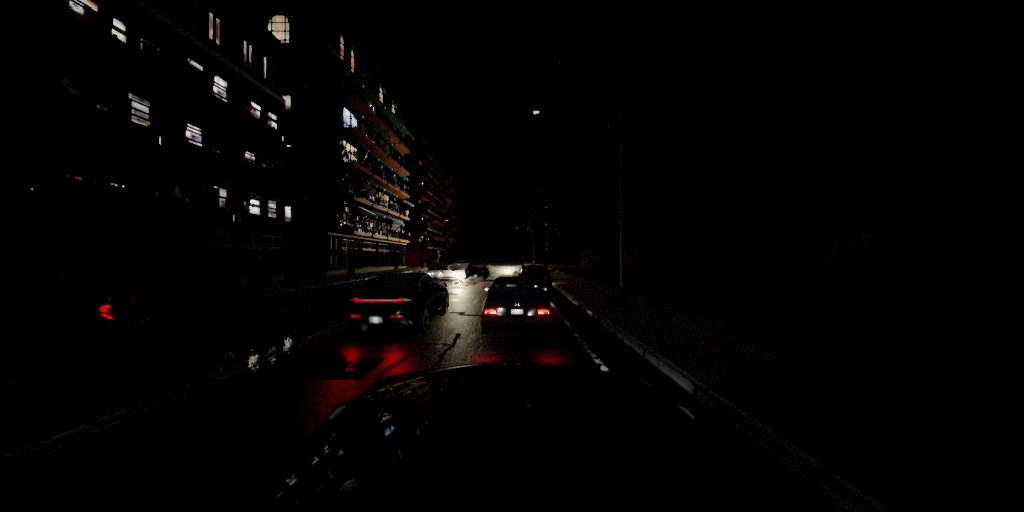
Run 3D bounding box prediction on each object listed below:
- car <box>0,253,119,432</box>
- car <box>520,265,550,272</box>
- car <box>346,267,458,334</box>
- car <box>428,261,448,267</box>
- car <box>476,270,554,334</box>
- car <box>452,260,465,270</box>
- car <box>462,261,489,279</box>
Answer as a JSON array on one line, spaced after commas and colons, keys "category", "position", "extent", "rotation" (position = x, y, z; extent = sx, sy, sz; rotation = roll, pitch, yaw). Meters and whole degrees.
[{"category": "car", "position": [-6.600, 0.971, 2.651], "extent": [2.150, 2.045, 5.566], "rotation": [0, 0, 0]}, {"category": "car", "position": [1.171, 1.257, 20.257], "extent": [1.837, 1.490, 4.892], "rotation": [0, 0, 0]}, {"category": "car", "position": [-3.136, 1.244, 10.679], "extent": [2.128, 1.511, 4.902], "rotation": [0, 0, 0]}, {"category": "car", "position": [-9.762, 1.315, 47.264], "extent": [1.994, 1.385, 4.181], "rotation": [0, 0, 0]}, {"category": "car", "position": [0.117, 1.299, 10.568], "extent": [2.033, 1.411, 5.357], "rotation": [0, 0, 0]}, {"category": "car", "position": [-6.516, 1.276, 45.924], "extent": [1.812, 1.442, 4.674], "rotation": [0, 0, 0]}, {"category": "car", "position": [-3.091, 1.353, 32.651], "extent": [1.895, 1.301, 4.718], "rotation": [0, 0, 0]}]
